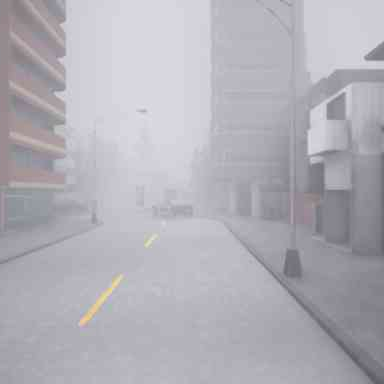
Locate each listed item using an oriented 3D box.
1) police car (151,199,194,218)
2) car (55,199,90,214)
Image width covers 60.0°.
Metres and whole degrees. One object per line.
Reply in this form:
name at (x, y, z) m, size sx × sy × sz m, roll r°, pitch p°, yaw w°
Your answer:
police car at (-1.895, 1.409, 29.992) m, size 1.930 × 1.638 × 5.238 m, roll 0°, pitch 0°, yaw -37°
car at (-13.120, 1.455, 34.959) m, size 4.674 × 1.442 × 1.812 m, roll 0°, pitch 4°, yaw 0°
